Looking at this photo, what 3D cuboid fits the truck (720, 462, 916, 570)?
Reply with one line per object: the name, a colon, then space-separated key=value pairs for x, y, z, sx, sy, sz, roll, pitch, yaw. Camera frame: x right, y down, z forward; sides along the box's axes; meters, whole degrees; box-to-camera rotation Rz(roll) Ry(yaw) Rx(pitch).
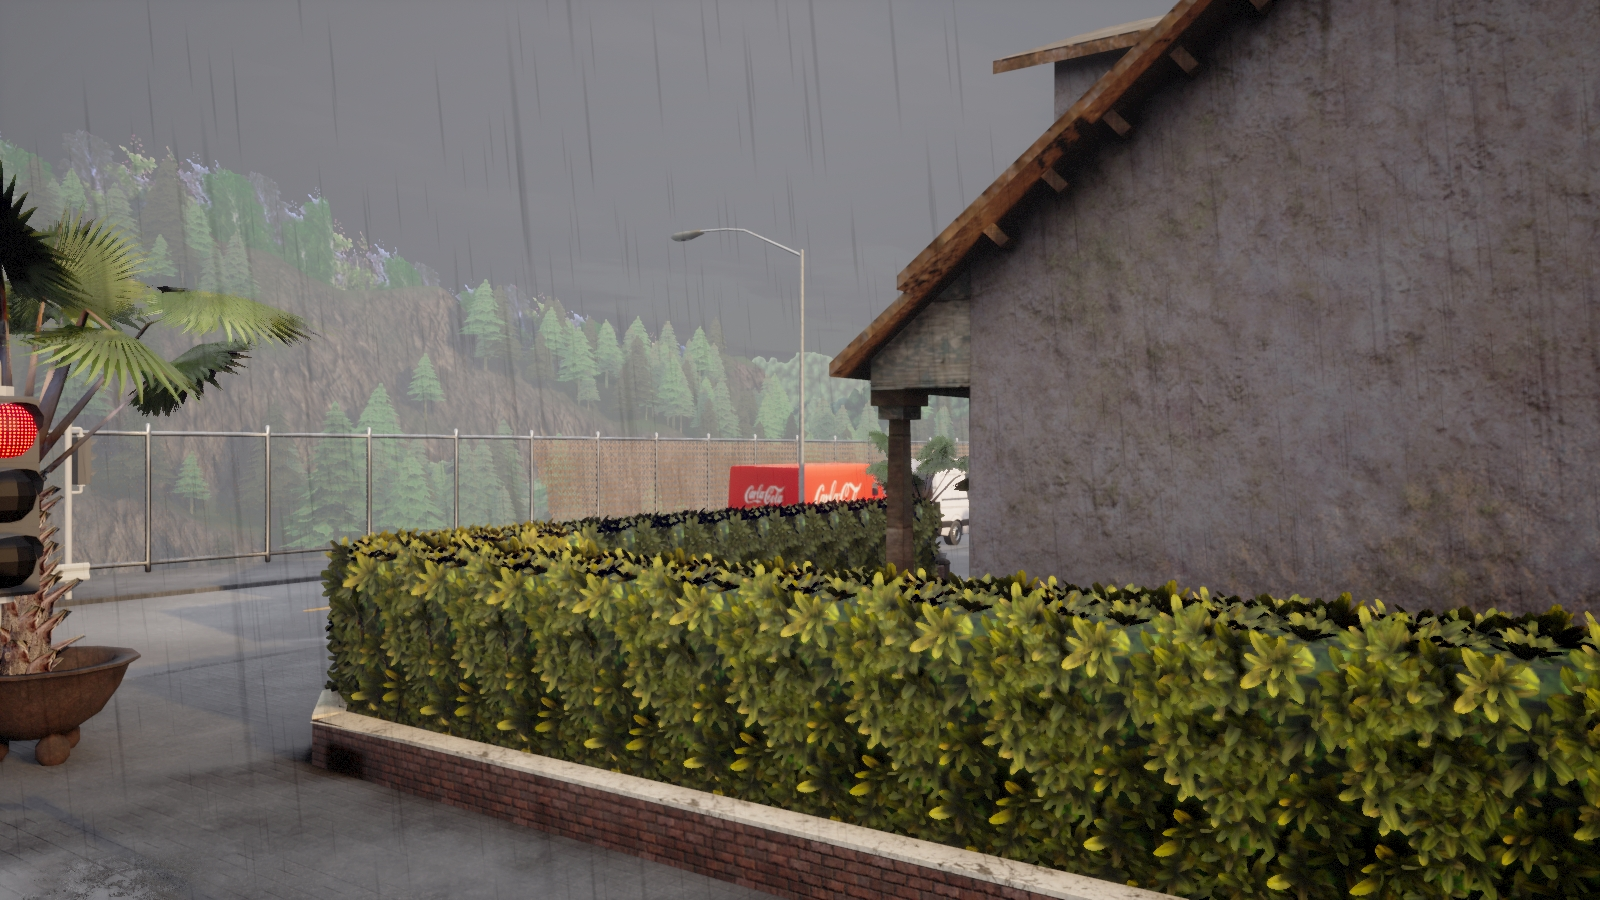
truck: x=0.584 y=1.568 z=29.600 sx=2.627 sy=2.467 sz=5.204 roll=0 pitch=0 yaw=35
